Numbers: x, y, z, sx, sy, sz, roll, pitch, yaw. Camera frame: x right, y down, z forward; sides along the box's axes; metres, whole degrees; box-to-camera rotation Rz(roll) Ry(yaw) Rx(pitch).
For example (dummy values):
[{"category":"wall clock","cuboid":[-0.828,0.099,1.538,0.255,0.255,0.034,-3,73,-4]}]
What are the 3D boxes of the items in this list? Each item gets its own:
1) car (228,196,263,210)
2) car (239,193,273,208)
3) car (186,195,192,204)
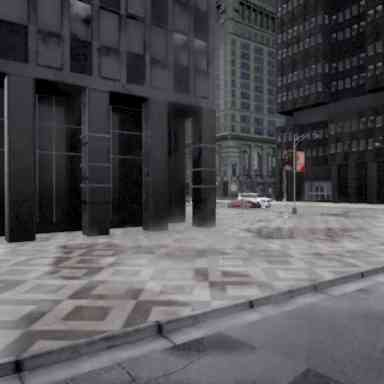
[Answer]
[{"category":"car","cuboid":[6.553,1.535,42.547,1.994,1.385,4.181,0,0,-34]},{"category":"car","cuboid":[8.503,1.184,45.454,2.150,2.045,5.566,0,0,-34]},{"category":"car","cuboid":[-0.837,1.314,59.342,2.033,1.411,5.357,0,0,-34]}]
